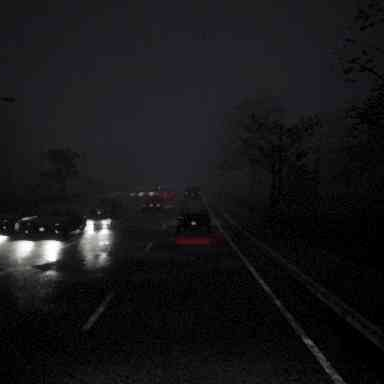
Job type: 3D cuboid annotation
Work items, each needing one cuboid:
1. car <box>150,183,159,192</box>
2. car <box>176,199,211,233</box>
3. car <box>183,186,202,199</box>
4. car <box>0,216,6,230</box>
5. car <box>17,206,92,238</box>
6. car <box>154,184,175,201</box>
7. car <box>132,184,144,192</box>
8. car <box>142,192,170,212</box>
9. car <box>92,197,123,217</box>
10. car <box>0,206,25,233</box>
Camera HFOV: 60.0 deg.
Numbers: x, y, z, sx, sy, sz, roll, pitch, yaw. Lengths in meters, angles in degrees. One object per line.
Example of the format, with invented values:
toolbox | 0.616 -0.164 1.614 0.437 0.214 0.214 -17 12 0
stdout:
car | -7.084 -0.902 65.778 2.097 1.767 4.553 0 3 0
car | 0.078 1.441 19.772 1.882 1.535 5.008 0 1 0
car | 0.057 0.206 41.581 2.150 2.045 5.566 0 2 0
car | -7.116 1.568 8.717 1.994 1.385 4.181 0 0 -1
car | -7.108 1.554 17.726 1.994 1.385 4.181 0 1 0
car | -3.509 0.155 45.224 2.097 1.767 4.553 0 3 0
car | -10.584 -0.763 65.431 1.882 1.535 5.008 0 3 0
car | -3.532 1.063 31.322 2.033 1.411 5.357 0 3 0
car | -7.081 1.182 27.837 2.128 1.511 4.902 0 3 0
car | -10.610 1.530 19.612 1.994 1.385 4.181 0 1 0
